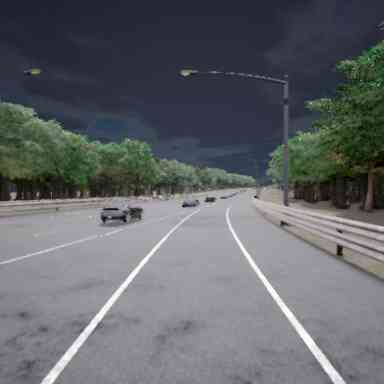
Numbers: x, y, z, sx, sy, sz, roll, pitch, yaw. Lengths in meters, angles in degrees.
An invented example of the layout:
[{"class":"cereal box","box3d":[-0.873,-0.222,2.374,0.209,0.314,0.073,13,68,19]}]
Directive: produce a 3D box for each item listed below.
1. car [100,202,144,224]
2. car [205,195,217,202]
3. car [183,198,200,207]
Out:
[{"class":"car","box3d":[-5.044,1.484,24.671,2.128,1.511,4.902,-1,0,11]},{"class":"car","box3d":[4.027,1.374,69.898,1.882,1.535,5.008,0,0,11]},{"class":"car","box3d":[-0.059,1.512,49.513,1.994,1.385,4.181,0,0,11]}]
